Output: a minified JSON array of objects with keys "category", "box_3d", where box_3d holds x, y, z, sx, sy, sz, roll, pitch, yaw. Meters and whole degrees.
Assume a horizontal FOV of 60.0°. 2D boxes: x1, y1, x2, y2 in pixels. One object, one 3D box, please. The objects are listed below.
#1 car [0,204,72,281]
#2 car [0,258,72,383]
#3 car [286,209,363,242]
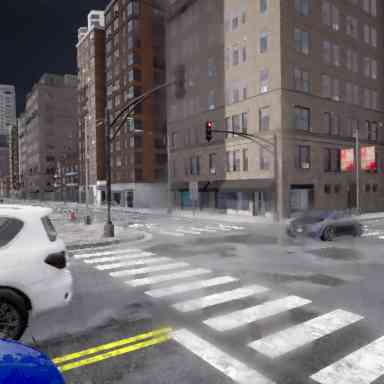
[{"category":"car","box_3d":[-4.540,1.222,4.438,5.566,2.045,2.150,0,0,-35]},{"category":"car","box_3d":[-3.077,1.478,1.253,5.008,1.535,1.882,0,0,-35]},{"category":"car","box_3d":[6.530,1.564,16.324,4.181,1.385,1.994,0,0,-35]}]
